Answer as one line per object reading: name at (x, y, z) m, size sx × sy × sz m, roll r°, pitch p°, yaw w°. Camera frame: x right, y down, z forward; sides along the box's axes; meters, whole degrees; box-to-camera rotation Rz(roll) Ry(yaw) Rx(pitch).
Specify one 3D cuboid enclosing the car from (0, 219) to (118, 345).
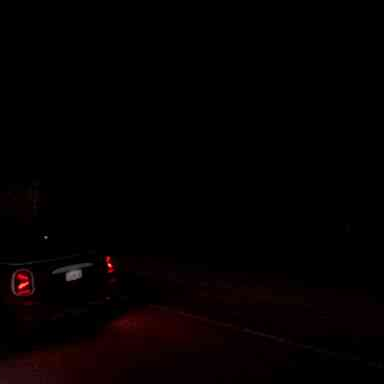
car at (-3.615, 1.344, 6.560) m, size 4.553 × 1.767 × 2.097 m, roll 0°, pitch 0°, yaw 36°
